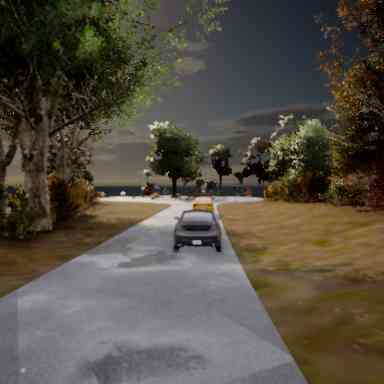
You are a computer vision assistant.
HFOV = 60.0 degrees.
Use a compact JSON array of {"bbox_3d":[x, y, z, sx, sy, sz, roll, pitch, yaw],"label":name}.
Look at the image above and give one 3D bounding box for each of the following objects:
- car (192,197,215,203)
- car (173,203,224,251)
[{"bbox_3d":[0.982,1.207,29.286,1.882,1.535,5.008,0,1,3],"label":"car"},{"bbox_3d":[0.271,1.480,14.149,1.837,1.490,4.892,0,1,2],"label":"car"}]
